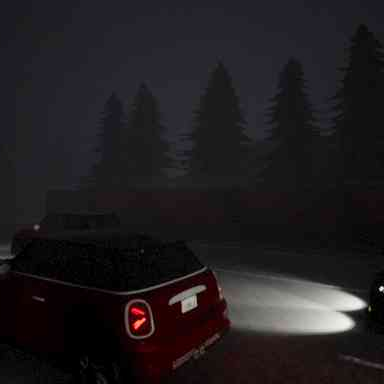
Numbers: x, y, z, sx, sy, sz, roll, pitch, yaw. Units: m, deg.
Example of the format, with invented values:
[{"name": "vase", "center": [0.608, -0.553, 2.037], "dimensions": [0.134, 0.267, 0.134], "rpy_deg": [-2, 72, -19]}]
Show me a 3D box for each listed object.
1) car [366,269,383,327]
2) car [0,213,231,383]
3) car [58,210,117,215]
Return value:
[{"name": "car", "center": [4.887, 1.554, 4.805], "dimensions": [4.181, 1.385, 1.994], "rpy_deg": [-1, 0, 36]}, {"name": "car", "center": [-1.762, 1.386, 5.242], "dimensions": [4.553, 1.767, 2.097], "rpy_deg": [-1, 0, 35]}, {"name": "car", "center": [-4.097, 1.428, 11.206], "dimensions": [4.553, 1.767, 2.097], "rpy_deg": [-1, 0, 35]}]
